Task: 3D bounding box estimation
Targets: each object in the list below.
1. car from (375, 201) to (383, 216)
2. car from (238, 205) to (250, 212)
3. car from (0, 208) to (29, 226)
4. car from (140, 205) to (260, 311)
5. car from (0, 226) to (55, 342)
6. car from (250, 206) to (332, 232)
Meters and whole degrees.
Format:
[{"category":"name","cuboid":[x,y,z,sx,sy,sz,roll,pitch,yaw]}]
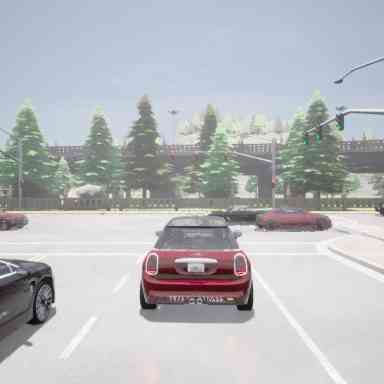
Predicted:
[{"category":"car","cuboid":[19.473,1.166,29.666,5.566,2.045,2.150,0,0,1]},{"category":"car","cuboid":[3.579,1.553,22.719,4.718,1.301,1.895,0,0,1]},{"category":"car","cuboid":[-12.056,1.500,19.439,4.674,1.442,1.812,0,1,1]},{"category":"car","cuboid":[0.148,1.352,7.968,2.097,1.767,4.553,0,0,2]},{"category":"car","cuboid":[-3.432,1.492,4.217,2.128,1.511,4.902,0,0,0]},{"category":"car","cuboid":[5.777,1.517,19.189,4.181,1.385,1.994,-1,0,1]}]
